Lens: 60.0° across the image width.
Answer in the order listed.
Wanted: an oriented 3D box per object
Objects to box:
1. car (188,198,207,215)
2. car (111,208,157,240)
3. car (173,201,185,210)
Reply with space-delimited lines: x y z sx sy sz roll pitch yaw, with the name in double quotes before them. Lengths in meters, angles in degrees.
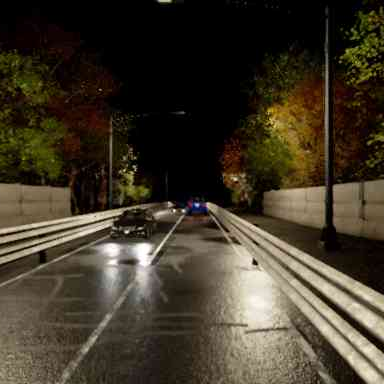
"car" 0.660 1.700 39.838 2.150 2.045 5.566 0 -1 1
"car" -3.060 1.686 18.219 1.837 1.490 4.892 0 -1 1
"car" -2.277 2.387 60.496 1.882 1.535 5.008 0 -1 2
